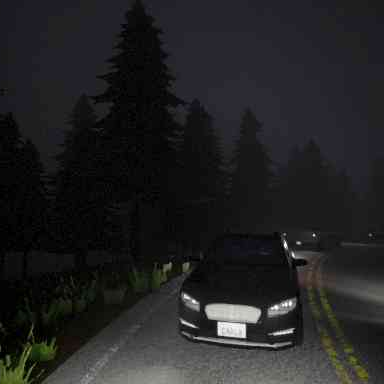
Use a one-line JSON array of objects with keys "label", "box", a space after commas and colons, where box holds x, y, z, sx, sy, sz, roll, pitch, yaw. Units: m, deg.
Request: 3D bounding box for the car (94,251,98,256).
[{"label": "car", "box": [-20.225, 13.650, 73.014, 4.181, 1.381, 1.994, -2, -5, 31]}]

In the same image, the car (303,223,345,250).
[{"label": "car", "box": [6.538, 2.312, 17.760, 1.895, 1.301, 4.718, -3, -6, 39]}]

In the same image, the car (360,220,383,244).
[{"label": "car", "box": [15.912, 3.230, 26.494, 5.566, 2.045, 2.150, 8, -8, -28]}]

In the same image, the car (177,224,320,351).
[{"label": "car", "box": [1.138, 1.562, 6.634, 2.128, 1.511, 4.902, -1, -2, 15]}]
